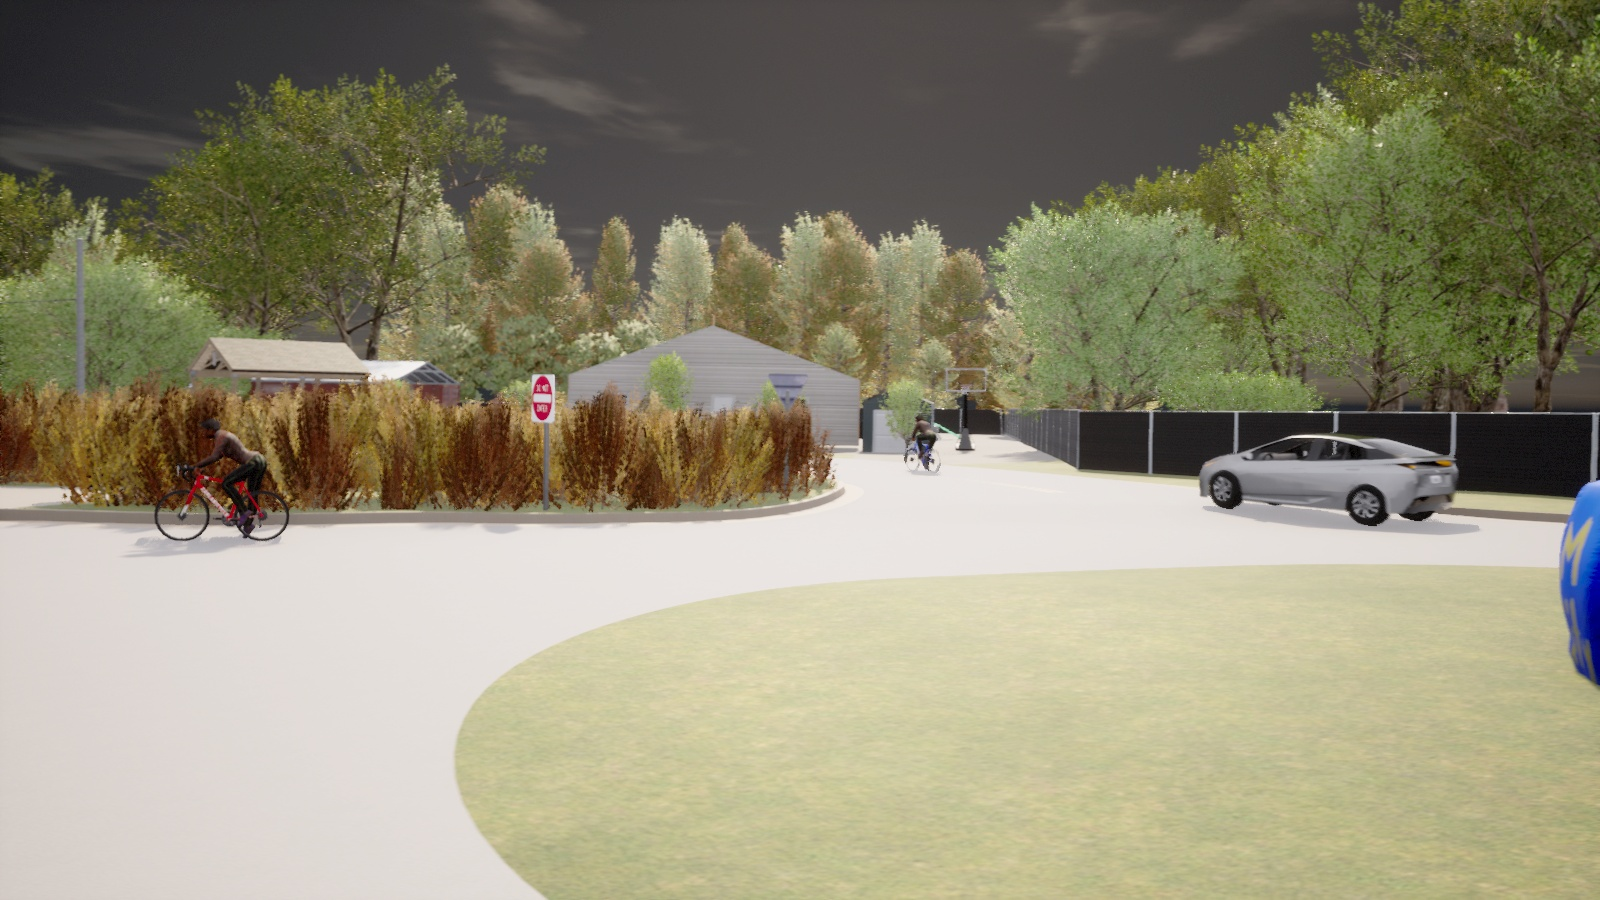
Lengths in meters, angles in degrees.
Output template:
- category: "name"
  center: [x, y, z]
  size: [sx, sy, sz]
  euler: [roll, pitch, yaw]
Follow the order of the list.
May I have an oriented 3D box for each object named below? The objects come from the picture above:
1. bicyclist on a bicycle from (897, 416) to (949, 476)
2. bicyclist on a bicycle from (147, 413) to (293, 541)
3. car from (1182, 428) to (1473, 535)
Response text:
- category: "bicyclist on a bicycle"
  center: [3.481, -0.132, 35.637]
  size: [0.582, 1.620, 1.656]
  euler: [-1, 3, -31]
- category: "bicyclist on a bicycle"
  center: [-7.608, 0.355, 16.533]
  size: [1.656, 1.620, 0.582]
  euler: [2, 3, -16]
- category: "car"
  center: [9.626, 0.482, 23.279]
  size: [2.007, 1.525, 4.514]
  euler: [-1, 5, -35]
